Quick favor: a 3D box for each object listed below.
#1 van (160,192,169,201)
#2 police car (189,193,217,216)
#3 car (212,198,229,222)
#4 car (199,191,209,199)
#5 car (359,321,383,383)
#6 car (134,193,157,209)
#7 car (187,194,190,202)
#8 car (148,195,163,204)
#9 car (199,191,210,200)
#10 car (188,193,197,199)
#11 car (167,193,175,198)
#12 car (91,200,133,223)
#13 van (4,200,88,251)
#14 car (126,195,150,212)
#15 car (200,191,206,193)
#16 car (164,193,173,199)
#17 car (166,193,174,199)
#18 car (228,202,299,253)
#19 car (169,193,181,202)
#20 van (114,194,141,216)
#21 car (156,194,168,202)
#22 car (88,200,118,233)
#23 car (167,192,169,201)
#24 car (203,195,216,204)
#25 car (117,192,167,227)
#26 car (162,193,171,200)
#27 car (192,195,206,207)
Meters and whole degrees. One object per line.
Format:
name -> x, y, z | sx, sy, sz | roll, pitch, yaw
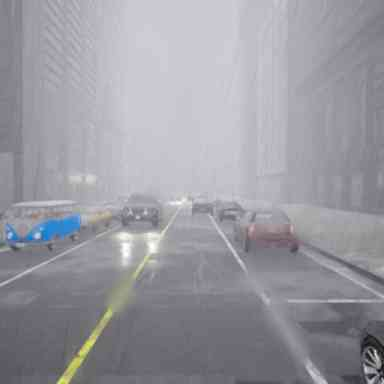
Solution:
van -> -5.722, 0.870, 69.631 | 1.690, 1.788, 3.998 | 0, 0, 0
police car -> 0.919, 1.213, 30.259 | 1.930, 1.638, 5.238 | 0, 0, 0
car -> 2.775, 1.392, 24.542 | 1.947, 1.339, 4.313 | 0, 0, 0
car -> 2.810, 0.776, 80.901 | 2.192, 1.841, 5.009 | 0, 0, 0
car -> 2.761, 1.551, 1.998 | 1.947, 1.339, 4.313 | 0, 0, 0
car -> -5.740, 1.027, 41.448 | 2.192, 1.841, 5.009 | 0, 0, 0
car -> 0.040, 1.073, 63.263 | 1.837, 1.490, 4.892 | 0, 0, 0
car -> -5.732, 1.203, 52.723 | 1.947, 1.339, 4.313 | 0, 0, 0
car -> 2.806, 0.810, 75.265 | 2.192, 1.841, 5.009 | 0, 0, 0
car -> 0.051, 0.893, 79.174 | 1.994, 1.385, 4.181 | 0, 0, 0
car -> -5.707, 0.962, 92.178 | 1.947, 1.339, 4.313 | 0, 0, 0
car -> -5.750, 1.377, 24.540 | 2.008, 1.369, 4.403 | 0, 0, 0
van -> -5.757, 1.245, 13.266 | 1.690, 1.788, 3.998 | 0, 0, 0
car -> -5.743, 1.190, 35.812 | 1.967, 1.590, 4.097 | 0, 0, 0
car -> 2.800, 1.004, 63.995 | 1.967, 1.590, 4.097 | 0, 0, 0
car -> -5.714, 1.043, 80.906 | 1.802, 1.307, 4.206 | 0, 0, 0
car -> -5.711, 0.994, 86.542 | 1.947, 1.339, 4.313 | 0, 0, 0
car -> 2.768, 1.344, 13.268 | 1.967, 1.590, 4.097 | 0, 0, 0
car -> -2.994, 1.066, 62.320 | 2.128, 1.511, 4.902 | 0, 0, 1
van -> -5.747, 1.129, 30.175 | 1.690, 1.788, 3.998 | 0, 0, 0
car -> -5.725, 1.146, 63.997 | 1.802, 1.307, 4.206 | 0, 0, 0
car -> -5.753, 1.391, 18.734 | 1.752, 1.417, 4.829 | 0, 0, 0
car -> -5.728, 1.151, 58.359 | 2.008, 1.369, 4.403 | 0, 0, 0
car -> 2.793, 1.219, 52.723 | 1.802, 1.307, 4.206 | 0, 0, 0
car -> -3.087, 1.067, 21.667 | 2.150, 2.045, 5.566 | 0, 0, 0
car -> -5.718, 1.021, 75.099 | 1.752, 1.417, 4.829 | 0, 0, 0
car -> 0.930, 1.207, 46.150 | 1.812, 1.442, 4.674 | 0, 0, 0
